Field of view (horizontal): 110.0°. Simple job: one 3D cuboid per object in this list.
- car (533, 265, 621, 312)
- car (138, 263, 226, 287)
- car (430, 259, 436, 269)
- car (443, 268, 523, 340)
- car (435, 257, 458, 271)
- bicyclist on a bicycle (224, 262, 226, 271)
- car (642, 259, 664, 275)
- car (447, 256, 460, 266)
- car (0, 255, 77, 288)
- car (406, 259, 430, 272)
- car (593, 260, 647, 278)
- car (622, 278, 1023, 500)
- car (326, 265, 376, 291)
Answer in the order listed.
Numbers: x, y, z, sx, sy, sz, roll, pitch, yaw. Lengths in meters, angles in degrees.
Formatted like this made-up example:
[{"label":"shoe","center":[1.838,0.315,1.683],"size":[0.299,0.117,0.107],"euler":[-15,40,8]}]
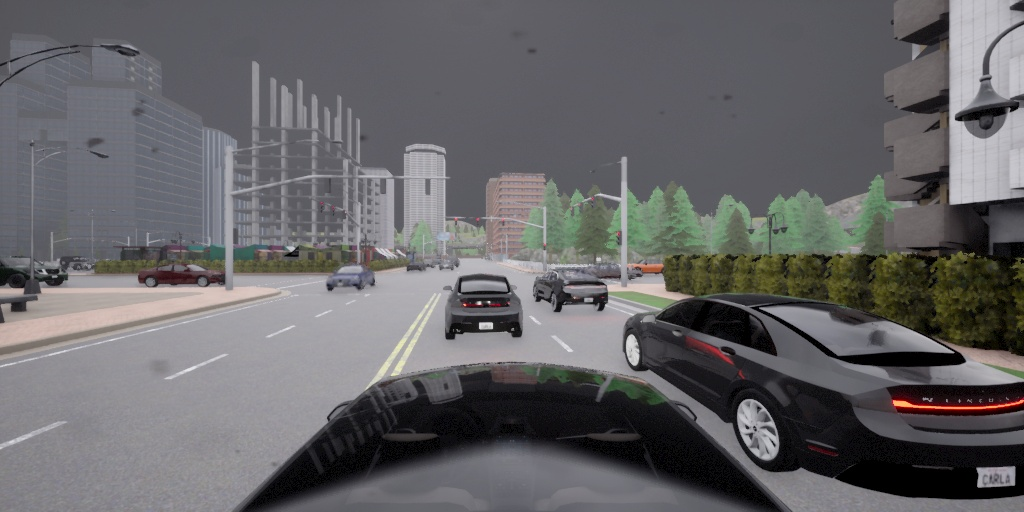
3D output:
[{"label":"car","center":[2.132,1.241,14.218],"size":[2.128,1.511,4.902],"euler":[0,0,-9]},{"label":"car","center":[-21.414,1.227,23.633],"size":[5.008,1.535,1.882],"euler":[0,0,-5]},{"label":"car","center":[-13.480,1.252,57.780],"size":[1.837,1.490,4.892],"euler":[0,1,-6]},{"label":"car","center":[-0.863,1.255,10.100],"size":[1.837,1.490,4.892],"euler":[0,0,-7]},{"label":"car","center":[-9.090,1.241,50.069],"size":[2.128,1.511,4.902],"euler":[0,0,-7]},{"label":"bicyclist on a bicycle","center":[-29.539,1.011,37.401],"size":[0.582,1.620,1.656],"euler":[0,5,-5]},{"label":"car","center":[14.035,1.102,37.519],"size":[4.553,1.767,2.097],"euler":[0,0,-5]},{"label":"car","center":[-10.415,0.971,61.885],"size":[2.150,2.045,5.566],"euler":[0,0,-6]},{"label":"car","center":[-31.989,0.971,22.698],"size":[5.566,2.045,2.150],"euler":[0,0,-5]},{"label":"car","center":[-12.223,1.350,46.082],"size":[1.895,1.301,4.718],"euler":[0,0,-4]},{"label":"car","center":[7.890,1.297,29.578],"size":[5.357,1.411,2.033],"euler":[0,0,-5]},{"label":"car","center":[3.110,1.255,4.857],"size":[1.837,1.490,4.892],"euler":[0,0,-4]},{"label":"car","center":[-9.637,1.275,21.824],"size":[1.812,1.442,4.674],"euler":[0,0,-7]}]
